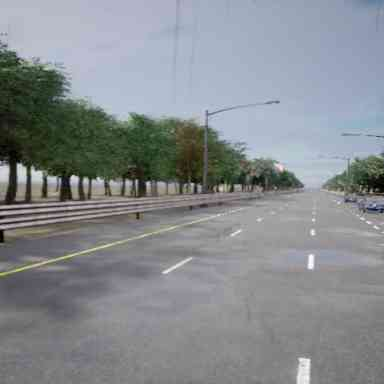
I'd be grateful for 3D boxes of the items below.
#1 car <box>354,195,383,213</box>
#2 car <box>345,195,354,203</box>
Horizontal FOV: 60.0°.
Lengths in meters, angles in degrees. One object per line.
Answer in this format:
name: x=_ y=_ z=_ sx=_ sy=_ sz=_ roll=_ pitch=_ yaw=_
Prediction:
car: x=18.016 y=1.323 z=33.589 sx=2.033 sy=1.411 sz=5.357 roll=2 pitch=1 yaw=20
car: x=26.459 y=1.140 z=55.195 sx=1.994 sy=1.385 sz=4.181 roll=2 pitch=1 yaw=25
